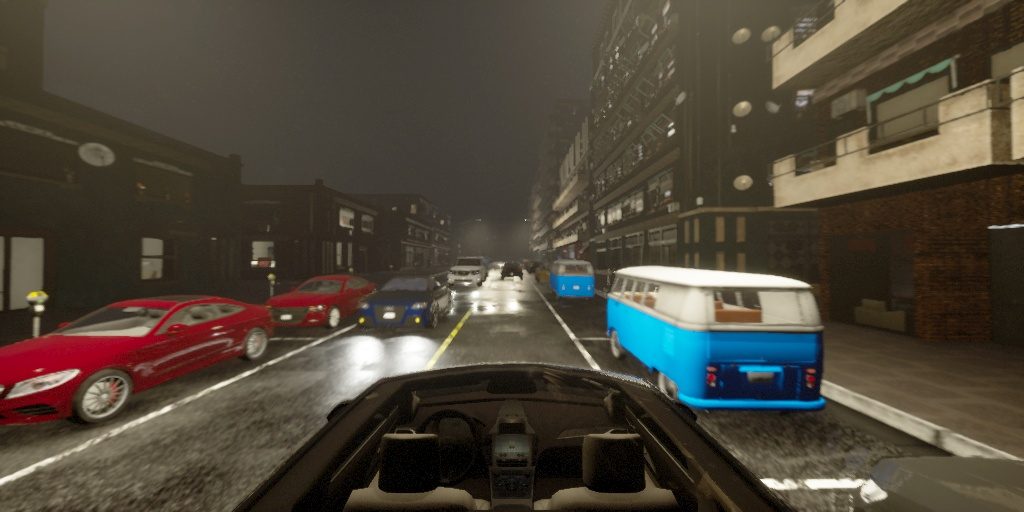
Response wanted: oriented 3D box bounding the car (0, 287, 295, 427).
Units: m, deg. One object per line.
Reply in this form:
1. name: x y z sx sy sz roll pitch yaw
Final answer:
1. car: -5.690 1.332 5.711 1.802 1.307 4.207 0 0 0

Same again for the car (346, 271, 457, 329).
1. car: -3.095 1.314 11.051 1.994 1.385 4.181 0 0 0

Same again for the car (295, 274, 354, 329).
1. car: -5.690 1.295 11.291 1.888 1.381 4.507 0 0 0

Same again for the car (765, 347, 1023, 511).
1. car: 2.692 1.301 0.167 2.007 1.370 4.403 0 0 0

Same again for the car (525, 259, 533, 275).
1. car: 2.689 1.302 39.233 1.948 1.339 4.313 0 0 0

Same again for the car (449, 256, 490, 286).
1. car: -3.002 1.027 25.010 2.150 2.045 5.566 0 0 0

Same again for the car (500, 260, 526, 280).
1. car: 0.006 1.269 30.675 1.812 1.442 4.674 0 0 0

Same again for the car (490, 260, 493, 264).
1. car: -3.024 1.289 31.817 2.033 1.411 5.357 0 0 0

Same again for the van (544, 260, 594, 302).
1. van: 2.691 1.089 16.910 1.690 1.789 3.998 0 0 0

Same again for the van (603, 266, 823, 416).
1. van: 2.691 1.090 5.747 1.690 1.789 3.998 0 0 0

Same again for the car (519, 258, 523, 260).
1. car: 0.051 1.296 45.648 1.994 1.385 4.181 0 0 0

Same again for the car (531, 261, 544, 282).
1. car: 2.689 1.270 28.240 1.751 1.417 4.829 0 0 0
